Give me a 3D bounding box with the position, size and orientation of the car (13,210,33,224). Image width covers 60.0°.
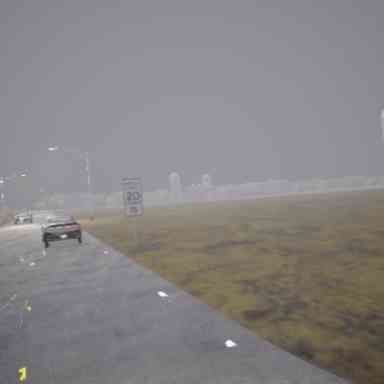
[{"bbox_3d":[-20.077,2.943,39.645,2.128,1.511,4.902,-4,0,-25],"label":"car"}]

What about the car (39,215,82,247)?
[{"bbox_3d":[-7.278,2.016,18.436,2.128,1.511,4.902,-4,0,-25],"label":"car"}]
